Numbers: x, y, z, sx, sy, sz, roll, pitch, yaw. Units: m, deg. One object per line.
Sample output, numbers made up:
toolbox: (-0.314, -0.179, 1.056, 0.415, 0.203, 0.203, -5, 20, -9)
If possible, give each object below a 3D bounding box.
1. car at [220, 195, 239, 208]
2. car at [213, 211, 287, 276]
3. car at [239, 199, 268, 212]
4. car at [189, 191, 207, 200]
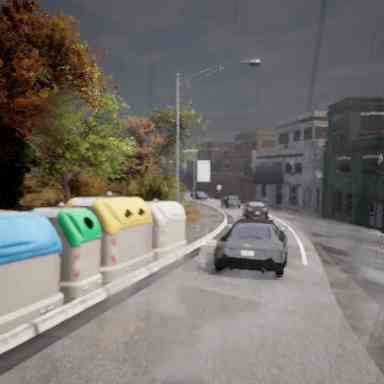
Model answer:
car: (4.781, 1.174, 41.552, 2.128, 1.511, 4.902, 0, 2, -7)
car: (1.982, 1.552, 10.563, 1.994, 1.385, 4.181, 2, 1, 16)
car: (5.193, 1.422, 27.615, 1.812, 1.442, 4.674, 1, 1, 5)
car: (1.052, 0.521, 57.762, 2.033, 1.411, 5.357, -1, 4, -17)
